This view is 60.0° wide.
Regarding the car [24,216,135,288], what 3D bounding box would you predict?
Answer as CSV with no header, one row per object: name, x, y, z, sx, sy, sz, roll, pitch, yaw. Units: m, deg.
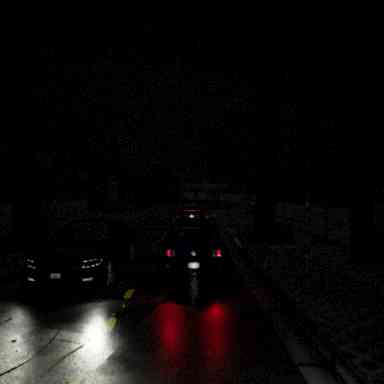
car,-2.889,1.512,9.520,1.882,1.535,5.008,0,0,0

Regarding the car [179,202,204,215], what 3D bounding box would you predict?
car,-0.031,1.627,28.120,1.837,1.490,4.892,0,0,0

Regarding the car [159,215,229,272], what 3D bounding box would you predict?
car,0.047,1.642,10.927,1.895,1.301,4.718,0,0,0
